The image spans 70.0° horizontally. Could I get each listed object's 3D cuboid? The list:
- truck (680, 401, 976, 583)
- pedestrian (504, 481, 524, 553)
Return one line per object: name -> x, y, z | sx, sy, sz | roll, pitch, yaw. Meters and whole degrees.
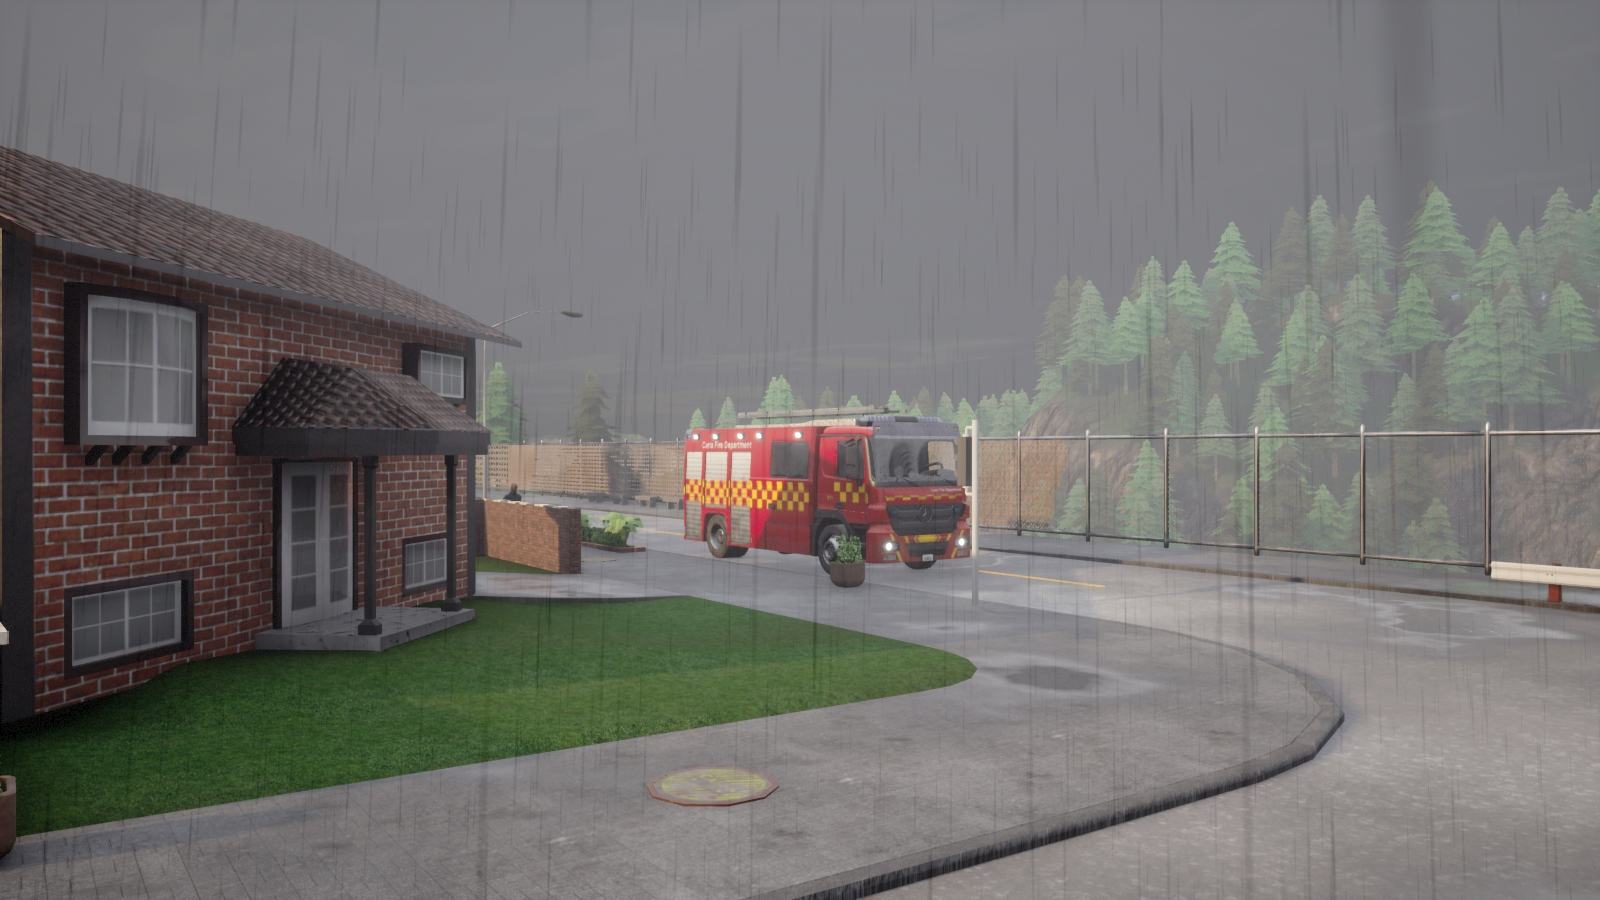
truck -> 0.353, 0.890, 28.322 | 2.891, 3.827, 8.468 | 0, 0, -35
pedestrian -> -7.523, 1.745, 30.065 | 0.375, 1.860, 0.375 | 0, 0, -38
